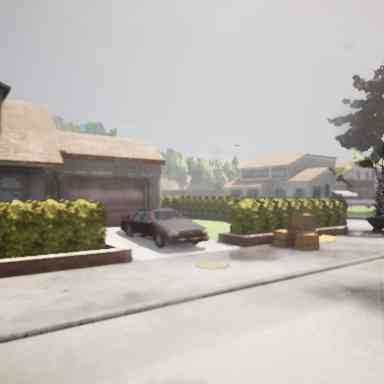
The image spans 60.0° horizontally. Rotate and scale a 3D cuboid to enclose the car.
[{"bbox_3d":[-1.422,1.422,14.384,2.033,1.415,5.357,1,0,-33],"label":"car"}]
